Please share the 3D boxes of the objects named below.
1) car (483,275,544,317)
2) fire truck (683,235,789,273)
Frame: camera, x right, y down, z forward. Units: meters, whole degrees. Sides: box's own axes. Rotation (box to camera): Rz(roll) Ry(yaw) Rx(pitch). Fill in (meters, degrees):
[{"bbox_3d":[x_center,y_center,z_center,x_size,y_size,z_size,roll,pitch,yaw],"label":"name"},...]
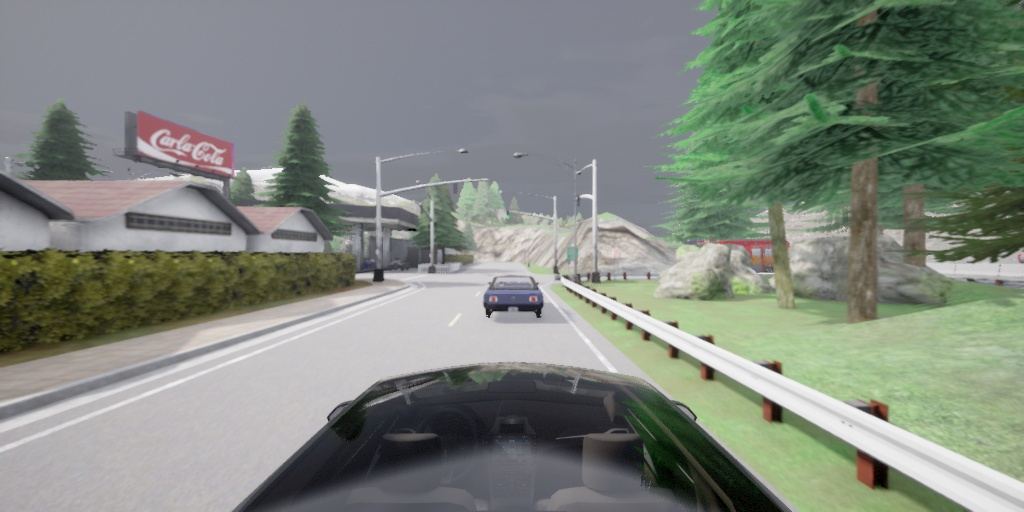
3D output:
[{"bbox_3d":[0.060,1.320,12.987,1.895,1.301,4.718,0,0,0],"label":"car"},{"bbox_3d":[19.821,0.088,32.265,8.468,3.827,2.891,-1,3,-1],"label":"fire truck"}]
